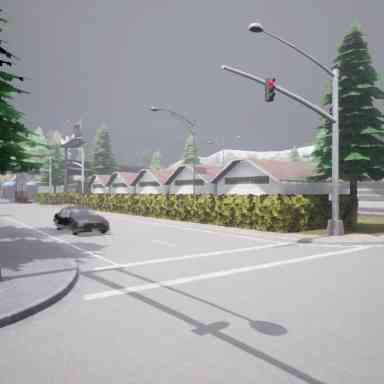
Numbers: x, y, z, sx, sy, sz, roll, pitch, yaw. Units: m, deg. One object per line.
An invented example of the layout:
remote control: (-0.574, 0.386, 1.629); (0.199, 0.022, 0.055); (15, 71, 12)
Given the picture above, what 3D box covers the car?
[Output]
car: (-6.431, 1.557, 18.877); (2.033, 1.411, 5.357); (0, 0, -36)
